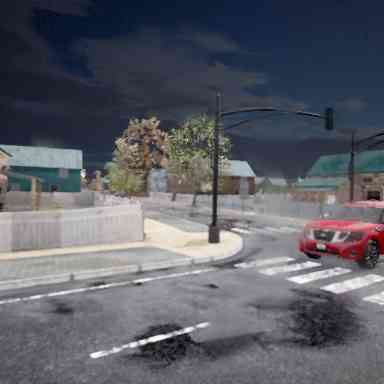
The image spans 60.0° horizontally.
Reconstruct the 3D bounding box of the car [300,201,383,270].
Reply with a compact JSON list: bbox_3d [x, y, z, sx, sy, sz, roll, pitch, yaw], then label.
[{"bbox_3d":[6.281,1.366,11.904,5.566,2.045,2.150,1,0,-35],"label":"car"}]

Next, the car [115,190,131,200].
[{"bbox_3d":[-12.072,0.552,57.861,2.150,2.045,5.566,2,0,-21],"label":"car"}]
